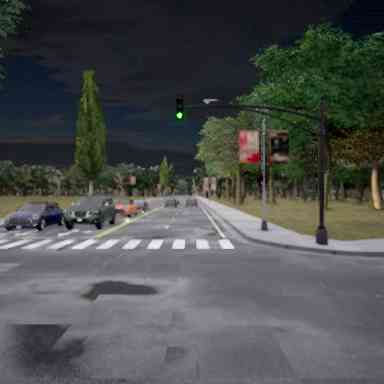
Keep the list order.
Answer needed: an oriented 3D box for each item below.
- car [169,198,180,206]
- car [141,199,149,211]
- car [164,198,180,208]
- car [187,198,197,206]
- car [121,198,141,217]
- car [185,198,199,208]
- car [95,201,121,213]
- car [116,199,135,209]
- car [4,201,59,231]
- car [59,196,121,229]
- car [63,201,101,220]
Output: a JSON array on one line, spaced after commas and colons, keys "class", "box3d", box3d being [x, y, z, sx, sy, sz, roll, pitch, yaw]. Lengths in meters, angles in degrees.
[{"class": "car", "box3d": [-3.273, 1.817, 62.741, 1.895, 1.301, 4.718, 0, 0, 0]}, {"class": "car", "box3d": [-6.568, 1.655, 41.952, 1.812, 1.442, 4.674, 0, 0, 1]}, {"class": "car", "box3d": [-3.269, 1.661, 52.295, 2.128, 1.511, 4.902, 0, 0, 0]}, {"class": "car", "box3d": [-0.023, 1.817, 62.742, 1.895, 1.301, 4.718, 0, 0, 0]}, {"class": "car", "box3d": [-6.578, 1.447, 31.923, 2.097, 1.767, 4.553, 0, 0, 0]}, {"class": "car", "box3d": [-0.019, 1.661, 52.296, 2.128, 1.511, 4.902, 0, 0, 0]}, {"class": "car", "box3d": [-9.835, 1.721, 39.402, 1.895, 1.301, 4.718, 0, 0, 0]}, {"class": "car", "box3d": [-9.833, 1.723, 49.574, 1.994, 1.385, 4.181, 0, 0, 0]}, {"class": "car", "box3d": [-9.832, 1.415, 21.144, 2.097, 1.767, 4.553, 0, 0, 0]}, {"class": "car", "box3d": [-6.579, 1.287, 22.250, 2.150, 2.045, 5.566, 0, 0, 0]}, {"class": "car", "box3d": [-9.833, 1.595, 30.098, 1.837, 1.490, 4.892, 0, 0, 0]}]
